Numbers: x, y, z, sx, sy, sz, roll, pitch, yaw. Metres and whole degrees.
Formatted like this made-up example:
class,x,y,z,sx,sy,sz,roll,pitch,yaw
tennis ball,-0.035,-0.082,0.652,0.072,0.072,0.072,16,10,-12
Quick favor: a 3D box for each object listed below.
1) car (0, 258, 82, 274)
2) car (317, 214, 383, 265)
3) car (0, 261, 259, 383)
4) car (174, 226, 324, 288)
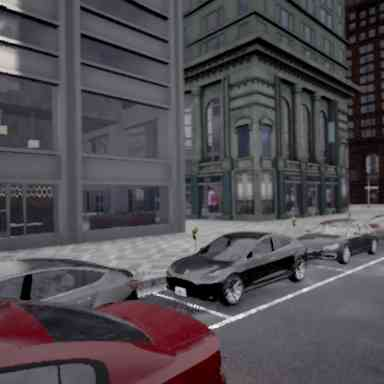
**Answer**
class,x,y,z,sx,sy,sz,roll,pitch,yaw
car,-2.764,1.703,4.616,4.313,1.339,1.947,0,-2,-43
car,5.446,1.714,12.341,4.403,1.369,2.008,0,-2,-43
car,-1.924,1.548,1.749,5.008,1.535,1.882,0,-2,-43
car,1.341,1.716,8.478,4.313,1.339,1.947,0,-2,-43
